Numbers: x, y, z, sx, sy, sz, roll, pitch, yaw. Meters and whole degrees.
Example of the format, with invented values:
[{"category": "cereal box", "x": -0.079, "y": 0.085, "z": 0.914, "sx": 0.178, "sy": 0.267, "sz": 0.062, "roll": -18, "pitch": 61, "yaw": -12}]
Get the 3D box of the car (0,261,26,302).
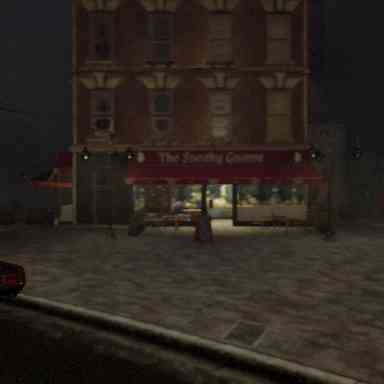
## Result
[{"category": "car", "x": -5.526, "y": 1.585, "z": 6.514, "sx": 4.718, "sy": 1.301, "sz": 1.895, "roll": 0, "pitch": 0, "yaw": 29}]
